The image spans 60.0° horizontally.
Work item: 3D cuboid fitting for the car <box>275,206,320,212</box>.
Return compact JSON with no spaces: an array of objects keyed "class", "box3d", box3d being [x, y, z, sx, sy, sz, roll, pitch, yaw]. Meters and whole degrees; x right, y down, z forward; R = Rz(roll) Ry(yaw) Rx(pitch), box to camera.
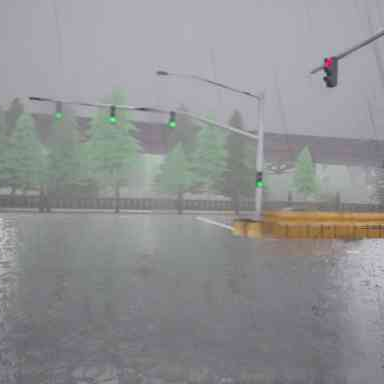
[{"class":"car","box3d":[6.903,1.746,22.871,4.892,1.490,1.837,2,0,-14]}]
